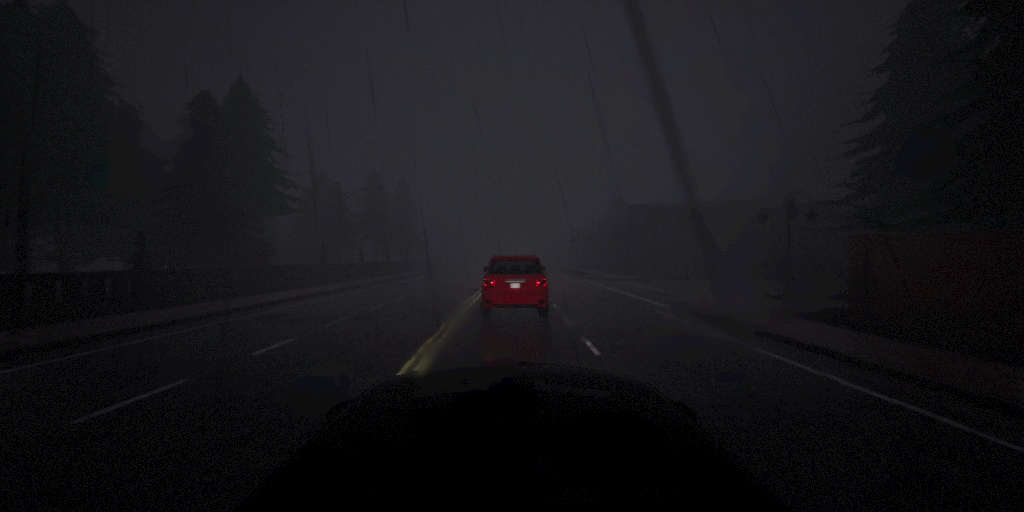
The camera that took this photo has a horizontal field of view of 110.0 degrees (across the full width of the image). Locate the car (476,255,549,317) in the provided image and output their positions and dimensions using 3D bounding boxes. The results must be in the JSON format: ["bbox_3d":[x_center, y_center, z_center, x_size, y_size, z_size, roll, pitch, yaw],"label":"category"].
[{"bbox_3d":[0.097,0.971,13.328,2.150,2.045,5.566,0,0,0],"label":"car"}]
